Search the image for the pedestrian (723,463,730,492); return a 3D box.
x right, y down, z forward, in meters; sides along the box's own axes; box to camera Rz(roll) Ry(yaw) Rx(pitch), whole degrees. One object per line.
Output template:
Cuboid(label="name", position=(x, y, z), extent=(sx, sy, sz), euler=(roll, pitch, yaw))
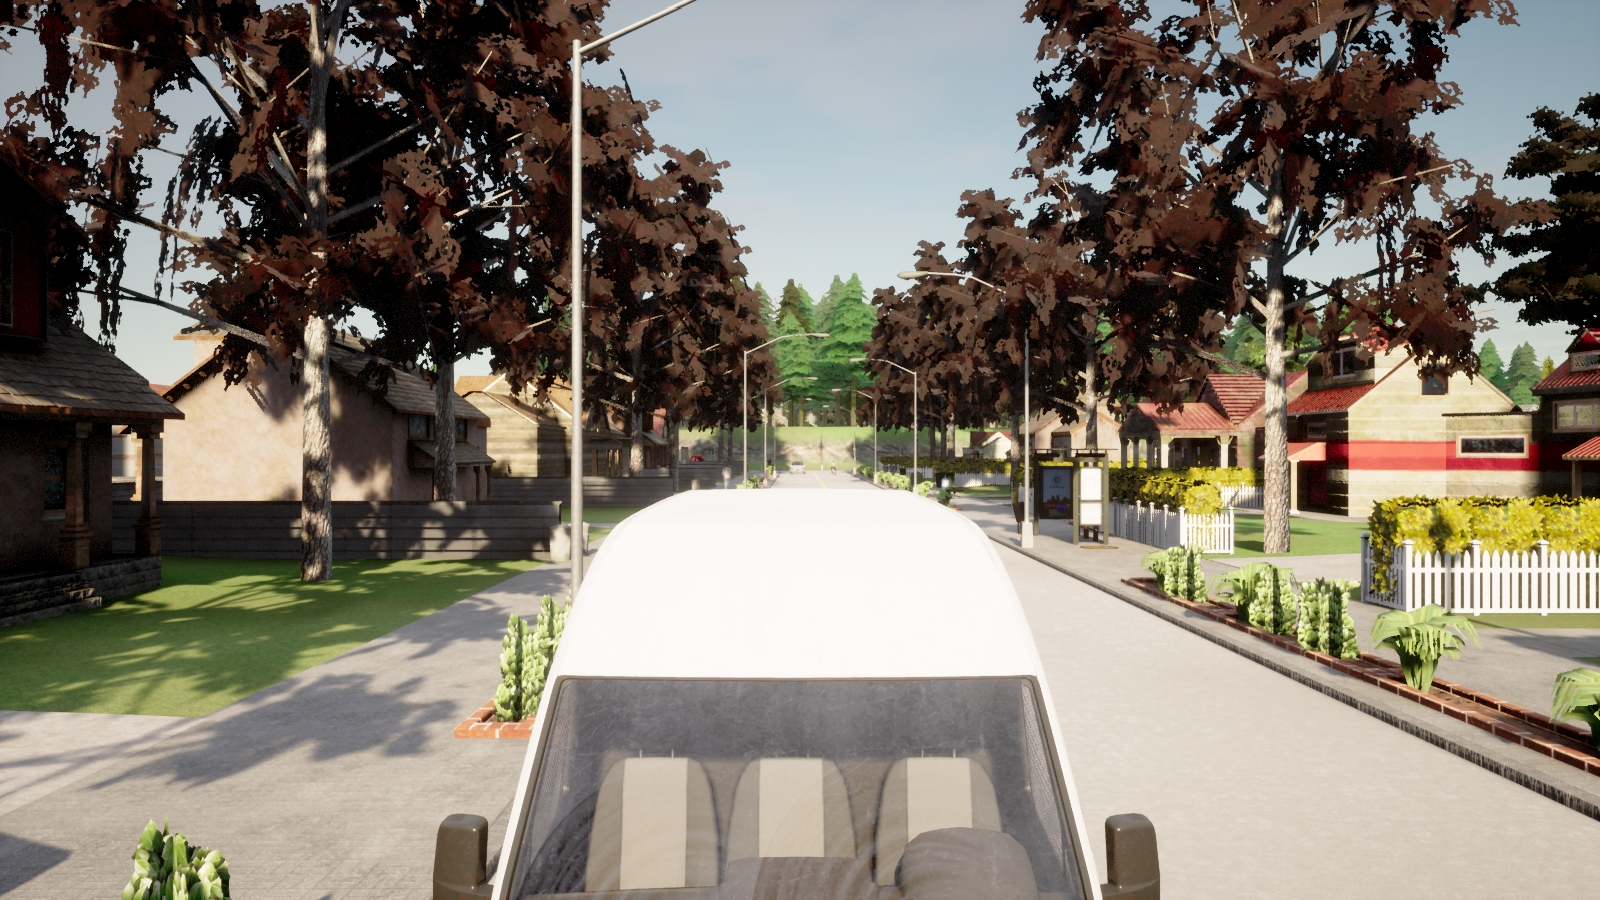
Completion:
Cuboid(label="pedestrian", position=(-4.647, 1.743, 72.255), extent=(0.375, 1.860, 0.375), euler=(0, 0, 2))

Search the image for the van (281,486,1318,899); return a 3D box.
Cuboid(label="van", position=(-0.006, 1.534, 5.149), extent=(1.988, 2.561, 5.915), euler=(0, 0, 0))
